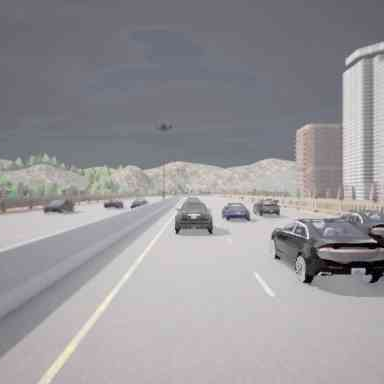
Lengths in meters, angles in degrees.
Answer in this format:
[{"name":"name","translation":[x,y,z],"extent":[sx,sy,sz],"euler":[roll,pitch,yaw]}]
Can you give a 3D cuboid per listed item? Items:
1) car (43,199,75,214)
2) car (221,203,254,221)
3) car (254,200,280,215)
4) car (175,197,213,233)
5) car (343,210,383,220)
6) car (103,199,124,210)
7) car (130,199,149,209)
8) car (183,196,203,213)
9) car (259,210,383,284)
[{"name":"car","translation":[-14.088,1.520,35.524],"extent":[1.882,1.535,5.008],"euler":[0,0,0]},{"name":"car","translation":[3.601,1.596,27.888],"extent":[1.994,1.385,4.181],"euler":[0,0,0]},{"name":"car","translation":[7.100,1.530,32.102],"extent":[2.128,1.511,4.902],"euler":[0,0,0]},{"name":"car","translation":[0.099,1.373,19.954],"extent":[2.097,1.767,4.553],"euler":[0,0,0]},{"name":"car","translation":[7.100,1.504,13.851],"extent":[2.128,1.511,4.902],"euler":[0,0,0]},{"name":"car","translation":[-10.571,1.657,45.082],"extent":[1.895,1.301,4.718],"euler":[0,0,0]},{"name":"car","translation":[-7.067,1.604,45.534],"extent":[2.033,1.411,5.357],"euler":[0,0,0]},{"name":"car","translation":[0.101,1.398,37.927],"extent":[2.097,1.767,4.553],"euler":[0,0,0]},{"name":"car","translation":[3.600,1.500,9.624],"extent":[2.128,1.511,4.902],"euler":[0,0,0]}]
